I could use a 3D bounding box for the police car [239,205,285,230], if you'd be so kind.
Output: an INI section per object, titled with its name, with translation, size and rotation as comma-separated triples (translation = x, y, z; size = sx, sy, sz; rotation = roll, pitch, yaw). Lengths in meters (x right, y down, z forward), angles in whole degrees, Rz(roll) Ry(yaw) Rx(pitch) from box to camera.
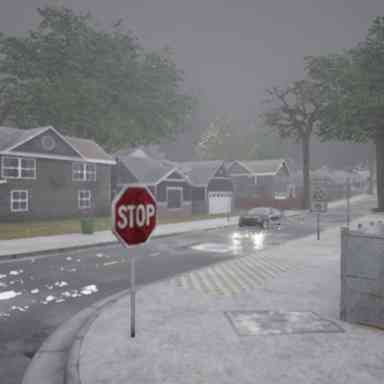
[police car]
translation = 5.128, 1.777, 24.386
size = 1.930, 1.638, 5.238
rotation = 0, -1, 36
